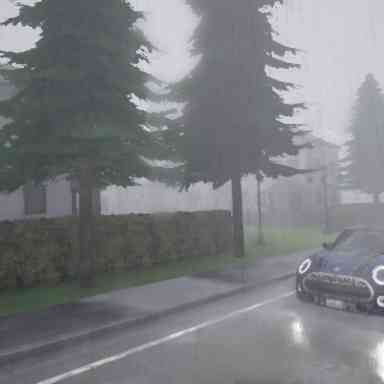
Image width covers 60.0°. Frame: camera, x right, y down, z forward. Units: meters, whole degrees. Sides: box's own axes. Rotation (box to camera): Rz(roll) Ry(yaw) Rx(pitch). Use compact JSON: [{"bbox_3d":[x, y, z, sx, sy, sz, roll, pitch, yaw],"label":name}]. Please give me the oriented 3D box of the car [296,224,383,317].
[{"bbox_3d":[4.420,1.600,8.027,4.553,1.767,2.097,0,-4,-42],"label":"car"}]
